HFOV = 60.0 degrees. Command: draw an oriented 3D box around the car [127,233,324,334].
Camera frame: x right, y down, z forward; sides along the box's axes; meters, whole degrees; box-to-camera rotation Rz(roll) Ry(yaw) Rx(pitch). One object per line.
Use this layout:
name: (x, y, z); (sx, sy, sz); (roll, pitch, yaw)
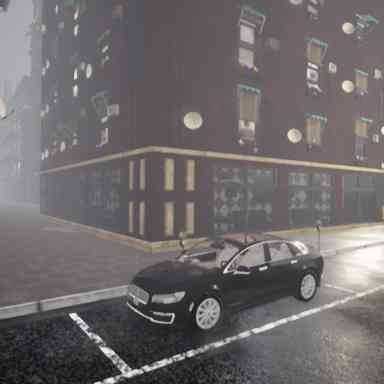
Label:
car: (0.871, 1.550, 6.669); (4.403, 1.369, 2.008); (0, 1, -35)
